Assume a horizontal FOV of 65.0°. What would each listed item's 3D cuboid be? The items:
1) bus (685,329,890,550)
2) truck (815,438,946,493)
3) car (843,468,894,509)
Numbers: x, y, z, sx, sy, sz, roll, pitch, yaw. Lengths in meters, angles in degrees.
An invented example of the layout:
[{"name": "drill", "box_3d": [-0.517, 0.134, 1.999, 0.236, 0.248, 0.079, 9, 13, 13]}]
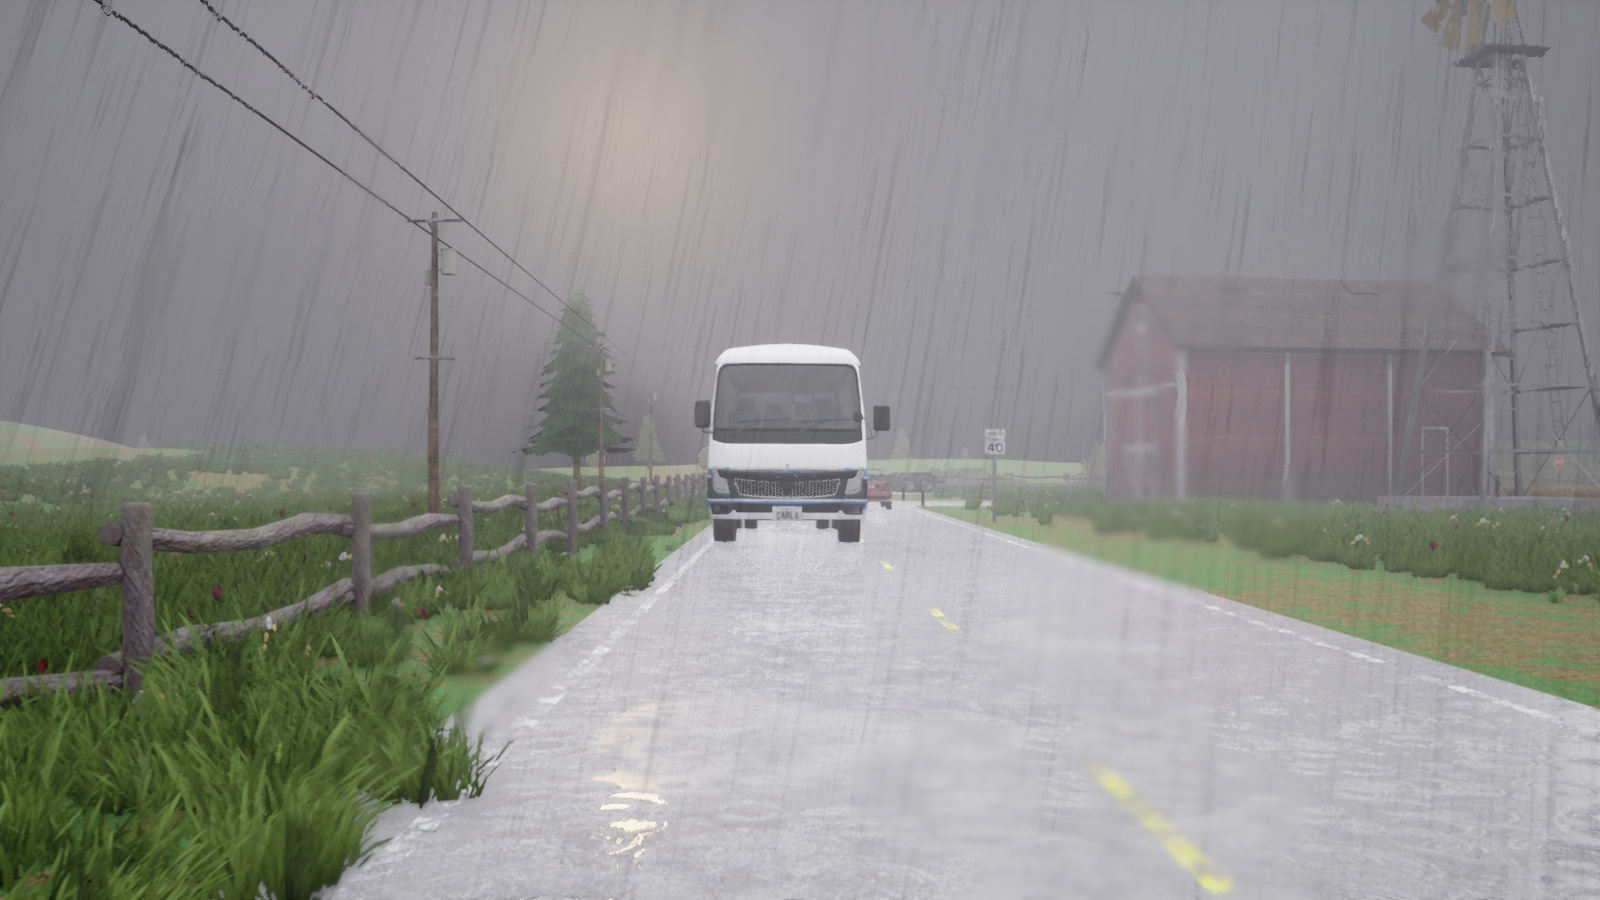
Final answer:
[{"name": "bus", "box_3d": [-0.299, -0.135, 29.415, 3.944, 4.253, 10.273, 0, -1, -1]}, {"name": "truck", "box_3d": [5.184, 0.998, 81.459, 7.936, 3.462, 2.891, 0, -1, -11]}, {"name": "car", "box_3d": [2.676, 1.504, 49.665, 1.789, 1.549, 3.705, 0, -1, -1]}]
